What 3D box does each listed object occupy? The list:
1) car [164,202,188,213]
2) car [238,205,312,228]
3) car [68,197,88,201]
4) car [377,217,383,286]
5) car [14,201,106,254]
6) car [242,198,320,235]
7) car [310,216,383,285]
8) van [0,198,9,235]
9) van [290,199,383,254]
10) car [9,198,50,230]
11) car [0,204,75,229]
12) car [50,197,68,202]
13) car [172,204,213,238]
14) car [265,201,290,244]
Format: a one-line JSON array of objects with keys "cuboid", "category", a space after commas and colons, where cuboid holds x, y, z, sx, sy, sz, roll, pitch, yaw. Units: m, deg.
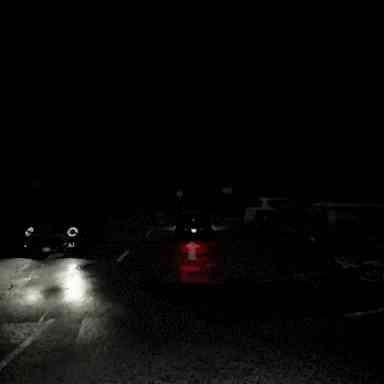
[{"cuboid": [-1.495, 1.814, 38.087, 2.033, 1.411, 5.357, 0, -1, -26], "category": "car"}, {"cuboid": [5.949, 1.685, 23.923, 4.792, 1.488, 2.163, 1, -1, -20], "category": "car"}, {"cuboid": [-11.042, 1.424, 26.946, 5.566, 2.045, 2.435, -1, 0, -20], "category": "car"}, {"cuboid": [5.906, 1.403, 5.771, 4.553, 1.767, 2.185, 1, -1, -20], "category": "car"}, {"cuboid": [-5.118, 1.451, 13.931, 2.097, 1.767, 4.553, 0, 0, 0], "category": "car"}, {"cuboid": [5.917, 1.361, 17.841, 5.566, 2.045, 2.435, 1, 0, -20], "category": "car"}, {"cuboid": [5.948, 1.551, 8.791, 4.892, 1.521, 2.231, 1, 0, -20], "category": "car"}, {"cuboid": [-11.121, 1.369, 15.085, 4.442, 1.987, 1.878, -1, 0, -20], "category": "van"}, {"cuboid": [6.049, 1.347, 11.860, 4.442, 1.987, 1.878, 1, -1, -20], "category": "van"}, {"cuboid": [-10.992, 1.363, 18.103, 5.566, 2.045, 2.435, -1, -1, -20], "category": "car"}, {"cuboid": [-10.999, 1.684, 24.026, 4.792, 1.488, 2.163, -1, -1, -20], "category": "car"}, {"cuboid": [-10.992, 1.383, 21.062, 5.566, 2.045, 2.435, -1, -1, -20], "category": "car"}, {"cuboid": [0.088, 1.636, 18.580, 1.837, 1.490, 4.892, 0, 0, 0], "category": "car"}, {"cuboid": [5.971, 1.467, 14.842, 4.553, 1.767, 2.185, 1, 0, -20], "category": "car"}]
